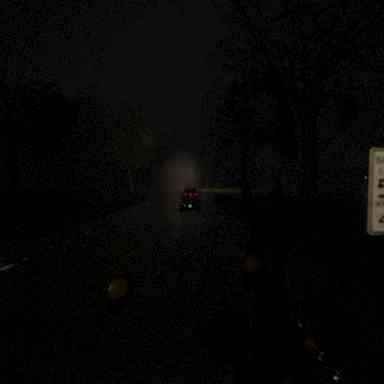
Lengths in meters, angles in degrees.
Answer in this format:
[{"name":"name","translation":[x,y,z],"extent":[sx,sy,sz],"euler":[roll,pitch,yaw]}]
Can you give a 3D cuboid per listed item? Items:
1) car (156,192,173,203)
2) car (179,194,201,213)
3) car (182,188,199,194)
[{"name":"car","translation":[-3.755,0.739,45.887],"extent":[1.837,1.490,4.892],"euler":[0,1,0]},{"name":"car","translation":[-0.130,1.134,30.866],"extent":[1.994,1.385,4.181],"euler":[0,1,1]},{"name":"car","translation":[-0.186,0.399,46.590],"extent":[2.150,2.045,5.566],"euler":[0,1,0]}]
